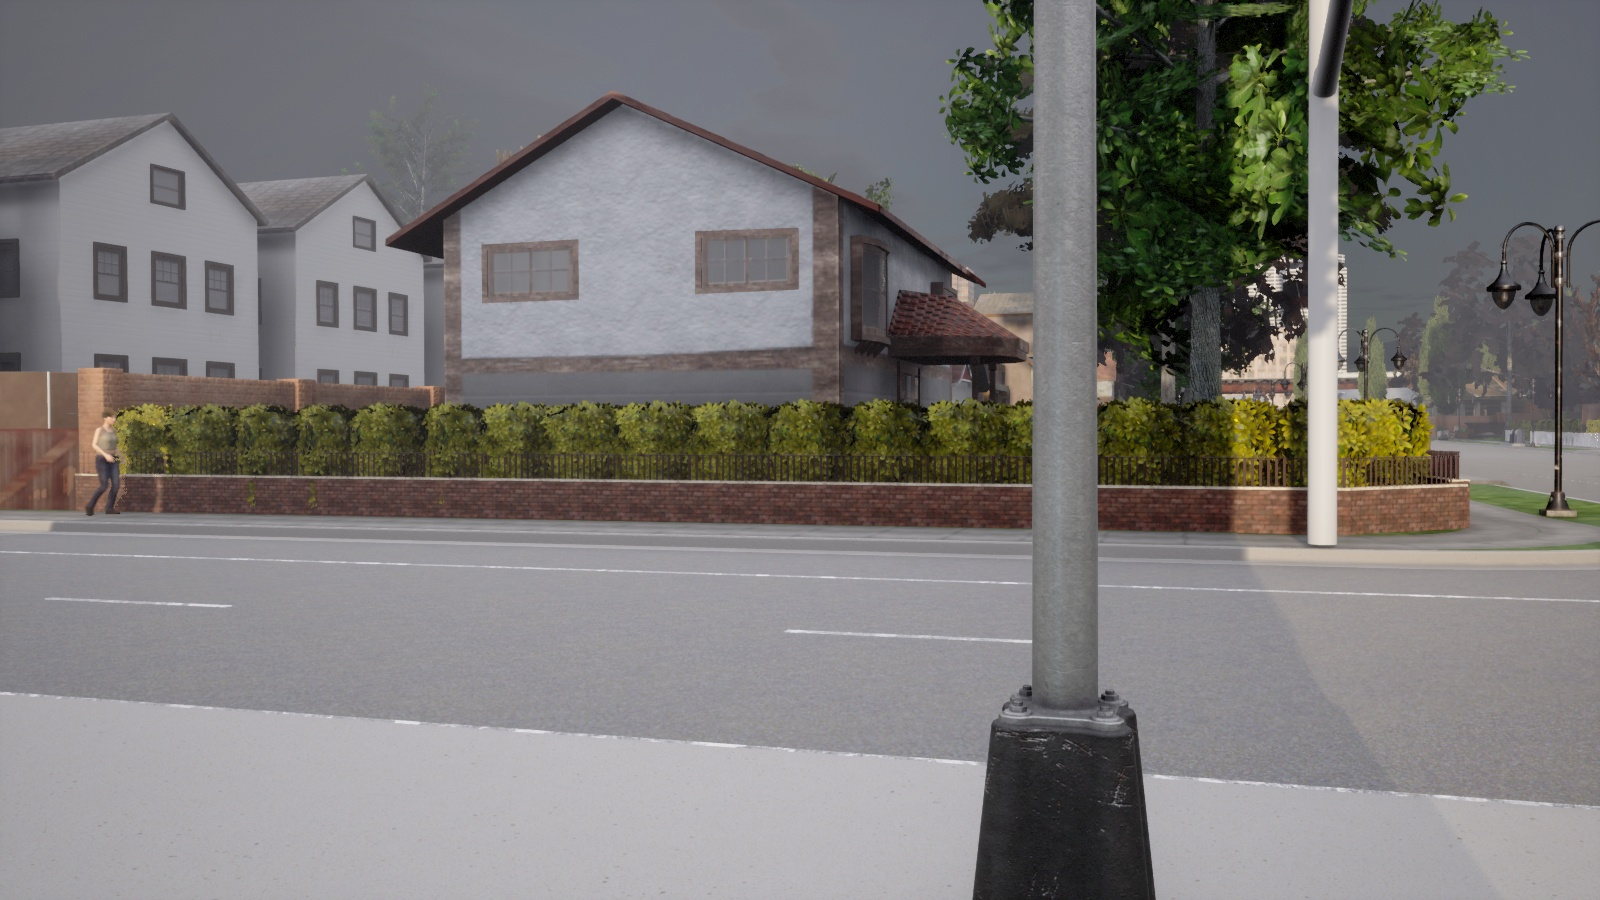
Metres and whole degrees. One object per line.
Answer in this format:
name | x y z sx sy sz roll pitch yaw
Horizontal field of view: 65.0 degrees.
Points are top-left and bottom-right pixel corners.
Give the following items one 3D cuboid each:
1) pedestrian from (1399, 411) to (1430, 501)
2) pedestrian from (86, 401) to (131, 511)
pedestrian | 12.874 0.118 26.330 0.431 1.840 0.709 0 1 15
pedestrian | -11.726 0.096 21.306 0.594 1.836 0.345 1 1 17
